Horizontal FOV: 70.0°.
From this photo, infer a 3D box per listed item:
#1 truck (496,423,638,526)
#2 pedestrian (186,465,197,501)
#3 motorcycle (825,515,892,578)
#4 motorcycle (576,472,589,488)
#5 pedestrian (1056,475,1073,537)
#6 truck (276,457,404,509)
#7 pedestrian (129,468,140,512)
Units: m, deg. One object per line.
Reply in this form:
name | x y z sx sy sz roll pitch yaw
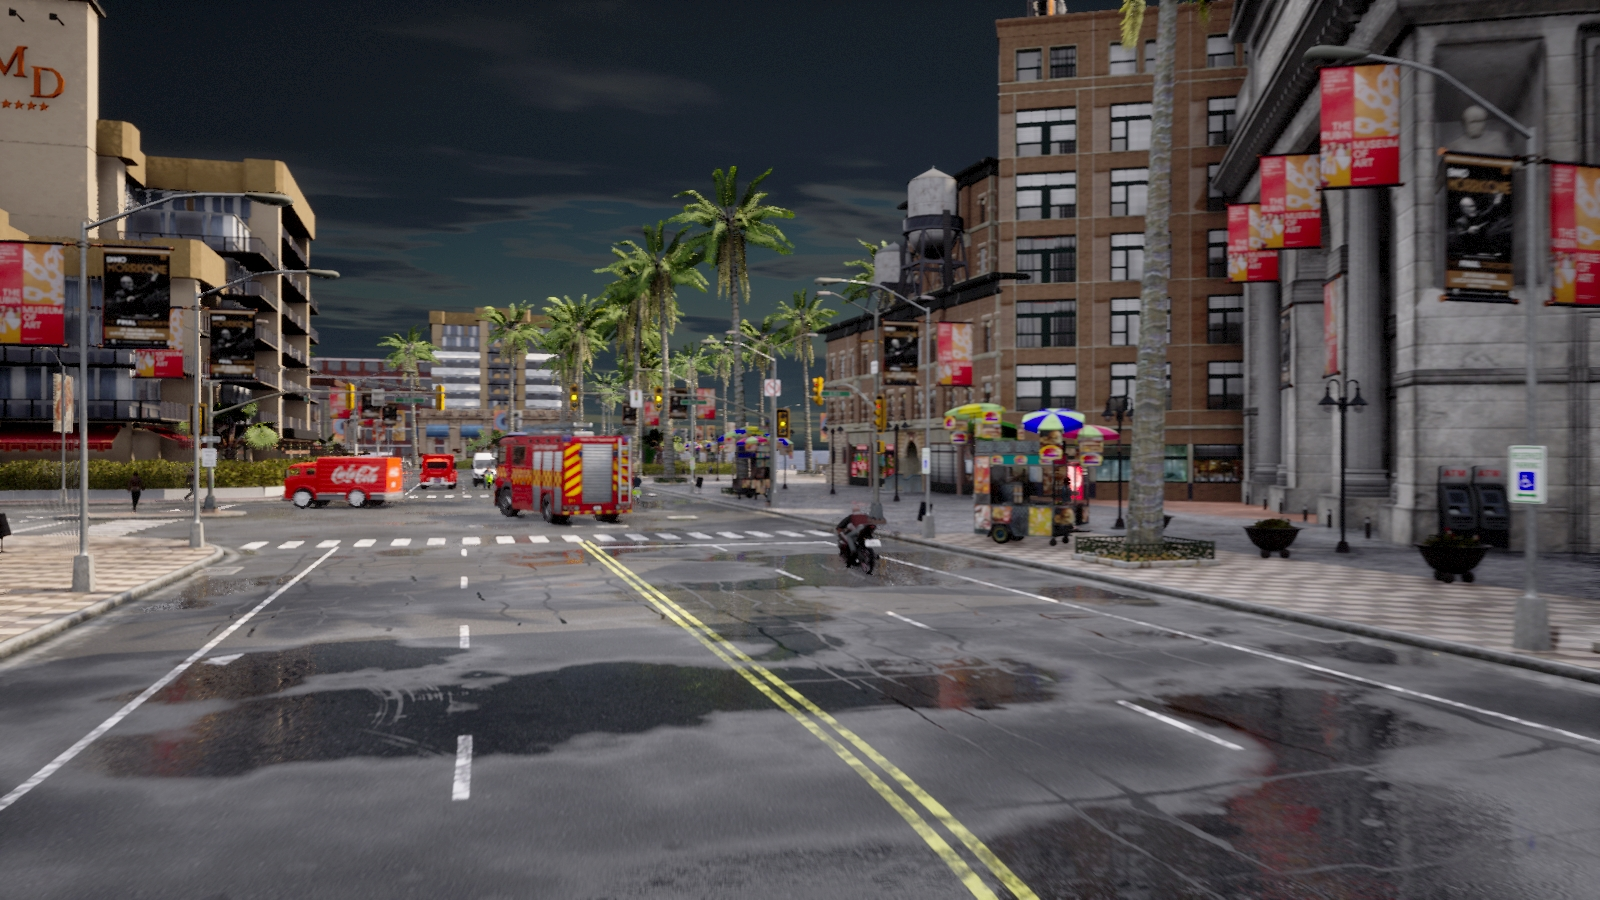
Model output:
truck | -9.704 0.895 46.794 2.891 3.827 8.468 0 0 -32
pedestrian | -31.772 1.710 59.654 0.375 1.860 0.375 0 0 11
motorcycle | 1.325 2.205 26.481 0.867 1.251 2.209 0 0 -16
motorcycle | -16.391 2.220 86.002 0.803 1.145 2.033 0 0 -16
pedestrian | 8.015 1.695 34.591 0.375 1.860 0.375 0 0 36
truck | -22.402 1.578 55.853 5.204 2.467 2.627 0 0 0
pedestrian | -28.374 1.716 48.729 0.375 1.860 0.375 0 0 -27
